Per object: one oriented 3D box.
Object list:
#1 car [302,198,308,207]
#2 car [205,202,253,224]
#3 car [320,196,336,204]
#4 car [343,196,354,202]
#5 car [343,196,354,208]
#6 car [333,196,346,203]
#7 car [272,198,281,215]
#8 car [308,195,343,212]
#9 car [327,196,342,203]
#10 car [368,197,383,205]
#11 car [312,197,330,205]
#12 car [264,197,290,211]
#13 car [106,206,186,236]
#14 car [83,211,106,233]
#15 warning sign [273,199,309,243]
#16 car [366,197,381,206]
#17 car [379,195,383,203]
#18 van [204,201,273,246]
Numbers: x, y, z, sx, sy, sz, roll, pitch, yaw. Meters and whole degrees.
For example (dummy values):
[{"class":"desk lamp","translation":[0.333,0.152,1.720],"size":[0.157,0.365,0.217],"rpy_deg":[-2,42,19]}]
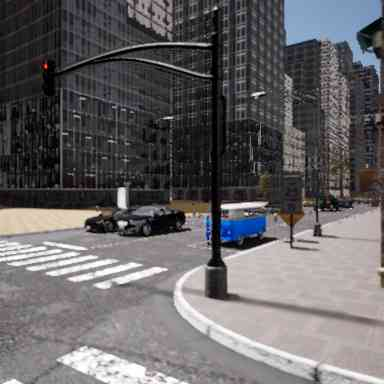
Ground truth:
[{"class":"car","translation":[17.449,1.633,52.353],"size":[1.752,1.417,4.829],"rpy_deg":[0,0,35]},{"class":"car","translation":[3.146,1.616,27.396],"size":[1.837,1.490,4.892],"rpy_deg":[0,0,35]},{"class":"car","translation":[27.063,1.558,66.091],"size":[1.967,1.590,4.097],"rpy_deg":[0,0,35]},{"class":"car","translation":[39.654,1.663,84.083],"size":[1.752,1.417,4.829],"rpy_deg":[0,0,35]},{"class":"car","translation":[22.671,1.693,49.891],"size":[1.994,1.385,4.181],"rpy_deg":[0,0,35]},{"class":"car","translation":[33.407,1.671,75.156],"size":[1.887,1.381,4.507],"rpy_deg":[0,0,35]},{"class":"car","translation":[8.976,1.637,35.720],"size":[1.812,1.442,4.674],"rpy_deg":[0,0,35]},{"class":"car","translation":[16.597,1.346,41.143],"size":[2.150,2.045,5.566],"rpy_deg":[0,0,36]},{"class":"car","translation":[30.234,1.672,70.623],"size":[2.008,1.369,4.403],"rpy_deg":[0,0,35]},{"class":"car","translation":[33.929,1.699,61.285],"size":[2.008,1.369,4.403],"rpy_deg":[0,0,35]},{"class":"car","translation":[23.890,1.665,61.558],"size":[2.008,1.369,4.403],"rpy_deg":[0,0,35]},{"class":"car","translation":[11.201,1.543,43.426],"size":[1.967,1.590,4.097],"rpy_deg":[0,0,35]},{"class":"car","translation":[-2.315,1.604,19.598],"size":[2.128,1.511,4.902],"rpy_deg":[0,0,35]},{"class":"car","translation":[-4.660,1.669,20.763],"size":[1.947,1.339,4.313],"rpy_deg":[0,0,35]},{"class":"warning sign","translation":[4.493,1.257,15.081],"size":[1.300,1.860,1.060],"rpy_deg":[0,0,35]},{"class":"car","translation":[30.756,1.695,56.752],"size":[2.008,1.369,4.403],"rpy_deg":[0,0,35]},{"class":"car","translation":[43.445,1.603,74.883],"size":[1.967,1.590,4.097],"rpy_deg":[0,0,35]},{"class":"van","translation":[2.207,1.475,15.956],"size":[1.690,1.788,3.998],"rpy_deg":[0,0,35]}]
